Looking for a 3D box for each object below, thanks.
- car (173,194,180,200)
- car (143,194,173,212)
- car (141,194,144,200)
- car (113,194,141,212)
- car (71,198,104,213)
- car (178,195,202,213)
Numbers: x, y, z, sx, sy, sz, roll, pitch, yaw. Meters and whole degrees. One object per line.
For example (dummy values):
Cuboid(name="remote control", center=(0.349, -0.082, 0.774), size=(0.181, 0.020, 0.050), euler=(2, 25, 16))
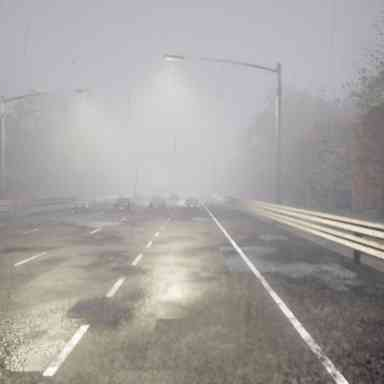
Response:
Cuboid(name="car", center=(-3.497, 1.041, 68.524), size=(1.882, 1.535, 5.008), euler=(0, 0, 1))
Cuboid(name="car", center=(-3.482, 1.261, 35.137), size=(2.128, 1.511, 4.902), euler=(0, 1, 0))
Cuboid(name="car", center=(-10.507, 1.113, 67.821), size=(2.033, 1.411, 5.357), euler=(0, 0, 0))
Cuboid(name="car", center=(-6.982, 1.276, 35.122), size=(1.837, 1.490, 4.892), euler=(0, 1, 1))
Cuboid(name="car", center=(-10.496, 1.325, 33.695), size=(2.033, 1.411, 5.357), euler=(0, 0, 0))
Cuboid(name="car", center=(0.003, 1.326, 33.688), size=(2.033, 1.411, 5.357), euler=(0, 0, 0))
